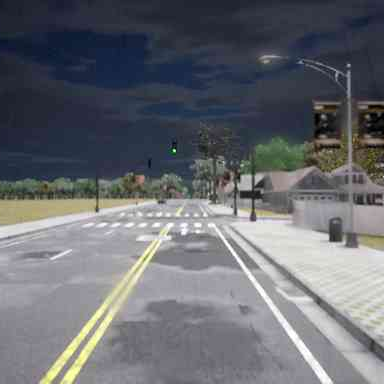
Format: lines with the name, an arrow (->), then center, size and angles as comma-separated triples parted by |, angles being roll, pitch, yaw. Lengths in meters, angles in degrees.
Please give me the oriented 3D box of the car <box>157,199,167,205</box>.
car -> -6.607, 2.119, 73.061 | 1.895, 1.301, 4.718 | 0, 0, 0
